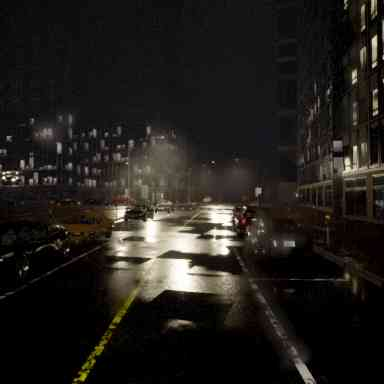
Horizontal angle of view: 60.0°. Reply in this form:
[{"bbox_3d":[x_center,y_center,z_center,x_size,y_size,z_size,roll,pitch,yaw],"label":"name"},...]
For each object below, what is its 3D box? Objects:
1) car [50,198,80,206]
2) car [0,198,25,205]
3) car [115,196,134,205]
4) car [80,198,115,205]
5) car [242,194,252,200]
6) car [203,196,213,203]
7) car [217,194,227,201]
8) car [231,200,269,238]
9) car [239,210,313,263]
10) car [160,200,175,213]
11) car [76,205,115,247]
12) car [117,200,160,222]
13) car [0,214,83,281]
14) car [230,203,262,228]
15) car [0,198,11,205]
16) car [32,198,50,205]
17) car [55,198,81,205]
[{"bbox_3d":[-20.661,1.696,55.345,4.403,1.369,2.008,0,-1,15],"label":"car"},{"bbox_3d":[-31.447,1.767,58.300,4.403,1.369,2.008,0,-1,15],"label":"car"},{"bbox_3d":[-13.193,1.575,61.472,5.009,1.841,2.192,0,-1,15],"label":"car"},{"bbox_3d":[-15.268,1.675,53.867,4.313,1.339,1.947,0,-1,15],"label":"car"},{"bbox_3d":[12.553,1.440,76.074,2.192,1.841,5.009,1,0,15],"label":"car"},{"bbox_3d":[3.553,1.675,73.829,1.752,1.417,4.829,1,0,14],"label":"car"},{"bbox_3d":[8.106,1.530,89.921,2.192,1.841,5.009,1,0,16],"label":"car"},{"bbox_3d":[3.264,1.449,17.605,1.967,1.590,4.097,1,0,4],"label":"car"},{"bbox_3d":[2.973,1.571,11.925,1.947,1.339,4.313,1,0,2],"label":"car"},{"bbox_3d":[-3.008,1.595,37.172,2.008,1.369,4.403,1,0,7],"label":"car"},{"bbox_3d":[-4.895,1.540,15.314,1.752,1.417,4.829,1,0,3],"label":"car"},{"bbox_3d":[-4.132,1.578,26.414,2.008,1.369,4.403,1,0,5],"label":"car"},{"bbox_3d":[-5.123,1.575,9.990,1.947,1.339,4.313,1,0,2],"label":"car"},{"bbox_3d":[3.650,1.557,23.235,1.887,1.381,4.507,1,0,5],"label":"car"},{"bbox_3d":[-40.170,1.990,68.860,4.403,1.369,2.008,0,-1,15],"label":"car"},{"bbox_3d":[-29.543,1.894,65.948,4.829,1.417,1.752,0,-1,15],"label":"car"},{"bbox_3d":[-23.983,1.883,64.425,4.403,1.369,2.008,0,-1,15],"label":"car"}]
